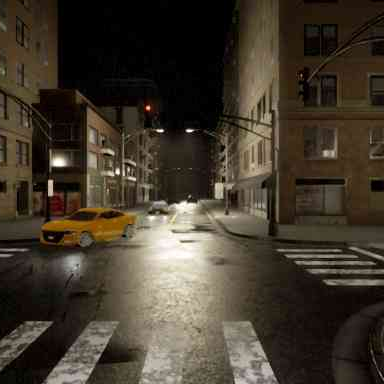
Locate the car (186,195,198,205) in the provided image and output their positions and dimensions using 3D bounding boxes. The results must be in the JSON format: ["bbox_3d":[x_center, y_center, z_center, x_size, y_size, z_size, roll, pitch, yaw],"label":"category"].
[{"bbox_3d":[0.022,1.451,59.253,2.128,1.511,4.902,0,0,0],"label":"car"}]

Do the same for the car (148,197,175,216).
[{"bbox_3d":[-3.144,1.529,32.959,2.033,1.411,5.357,0,0,0],"label":"car"}]

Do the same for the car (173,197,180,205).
[{"bbox_3d":[-3.102,1.527,56.197,1.994,1.385,4.181,0,0,0],"label":"car"}]

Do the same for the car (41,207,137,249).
[{"bbox_3d":[-4.414,1.473,14.996,1.882,1.535,5.008,1,1,23],"label":"car"}]

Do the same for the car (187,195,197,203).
[{"bbox_3d":[0.007,1.443,69.617,2.128,1.511,4.902,0,0,0],"label":"car"}]
